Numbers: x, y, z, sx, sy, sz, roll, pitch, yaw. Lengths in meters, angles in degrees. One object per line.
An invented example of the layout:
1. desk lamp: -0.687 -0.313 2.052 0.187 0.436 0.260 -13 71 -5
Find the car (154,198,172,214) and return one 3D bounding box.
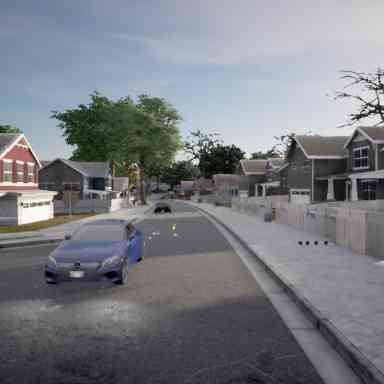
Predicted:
1. car: -3.069 1.674 35.779 1.895 1.301 4.718 0 0 -3

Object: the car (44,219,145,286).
1. car: -2.496 1.540 9.599 1.812 1.442 4.674 0 0 0

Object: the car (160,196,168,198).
1. car: -5.175 1.609 61.235 1.837 1.490 4.892 0 0 -6
